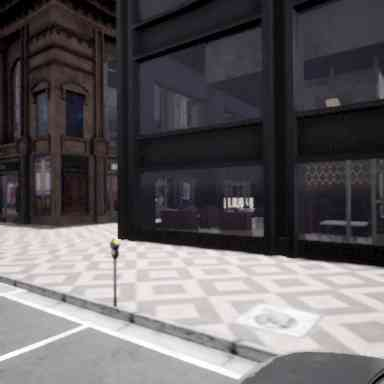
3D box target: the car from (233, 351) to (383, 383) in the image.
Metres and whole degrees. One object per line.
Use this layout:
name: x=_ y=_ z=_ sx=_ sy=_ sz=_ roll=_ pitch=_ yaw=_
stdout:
car: x=2.076 y=1.542 z=1.482 sx=4.403 sy=1.369 sz=2.008 roll=-1 pitch=0 yaw=36
